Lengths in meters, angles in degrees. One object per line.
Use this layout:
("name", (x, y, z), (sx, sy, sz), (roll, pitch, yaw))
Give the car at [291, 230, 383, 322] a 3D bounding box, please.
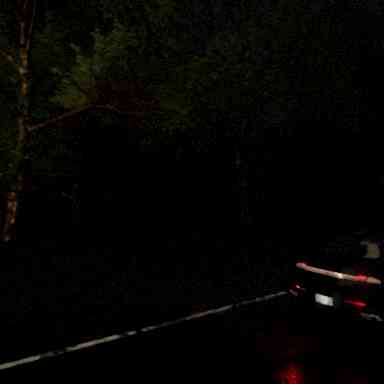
("car", (4.103, 1.524, 6.729), (4.902, 1.511, 2.128), (0, 0, -35))
